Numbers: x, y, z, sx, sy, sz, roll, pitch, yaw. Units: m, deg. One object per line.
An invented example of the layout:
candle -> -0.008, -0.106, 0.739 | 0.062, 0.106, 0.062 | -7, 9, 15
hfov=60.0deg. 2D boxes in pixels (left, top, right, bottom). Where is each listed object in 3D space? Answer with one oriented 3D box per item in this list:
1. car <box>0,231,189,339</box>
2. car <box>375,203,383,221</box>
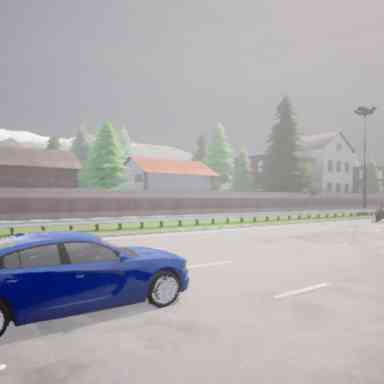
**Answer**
car -> -2.365, 1.499, 6.357 | 5.008, 1.535, 1.882 | 1, -1, -36
car -> 18.470, 1.753, 29.830 | 4.553, 1.767, 2.097 | 1, 0, -36
